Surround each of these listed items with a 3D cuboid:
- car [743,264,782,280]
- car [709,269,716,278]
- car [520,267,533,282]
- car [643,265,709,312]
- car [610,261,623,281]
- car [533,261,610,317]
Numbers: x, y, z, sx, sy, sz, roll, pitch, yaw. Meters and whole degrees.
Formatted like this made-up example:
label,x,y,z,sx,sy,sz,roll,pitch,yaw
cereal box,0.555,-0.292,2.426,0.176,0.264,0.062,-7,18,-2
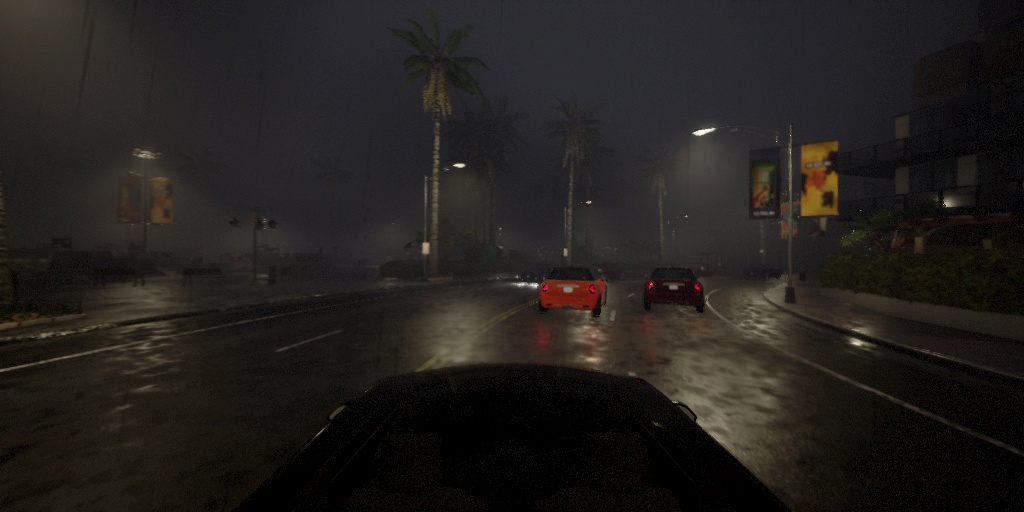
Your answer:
label,x,y,z,sx,sy,sz,roll,pitch,yaw
car,24.888,1.497,35.560,5.008,1.535,1.882,0,0,-34
car,17.947,1.553,34.810,4.718,1.301,1.895,1,0,-38
car,2.428,1.361,28.711,1.994,1.385,4.181,0,0,37
car,6.689,1.178,15.088,2.097,1.767,4.553,1,0,21
car,7.280,1.196,29.202,2.097,1.767,4.553,1,0,40
car,2.496,1.137,13.837,2.097,1.767,4.553,1,0,18
